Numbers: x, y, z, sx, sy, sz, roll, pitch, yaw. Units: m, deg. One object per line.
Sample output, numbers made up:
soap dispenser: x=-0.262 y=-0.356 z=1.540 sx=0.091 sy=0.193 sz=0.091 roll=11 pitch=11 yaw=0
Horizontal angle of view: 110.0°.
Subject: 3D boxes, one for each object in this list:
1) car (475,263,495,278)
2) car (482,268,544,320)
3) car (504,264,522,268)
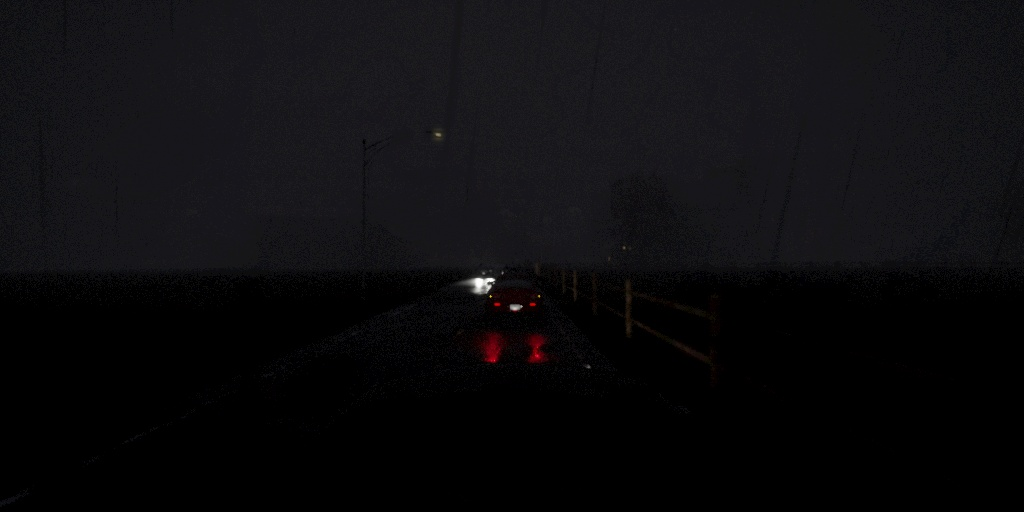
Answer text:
car: x=-2.779 y=1.469 z=37.840 sx=2.128 sy=1.511 sz=4.902 roll=0 pitch=-1 yaw=0
car: x=0.092 y=1.333 z=12.734 sx=1.812 sy=1.442 sz=4.674 roll=0 pitch=0 yaw=0
car: x=0.088 y=1.420 z=31.153 sx=2.128 sy=1.511 sz=4.902 roll=0 pitch=0 yaw=0
